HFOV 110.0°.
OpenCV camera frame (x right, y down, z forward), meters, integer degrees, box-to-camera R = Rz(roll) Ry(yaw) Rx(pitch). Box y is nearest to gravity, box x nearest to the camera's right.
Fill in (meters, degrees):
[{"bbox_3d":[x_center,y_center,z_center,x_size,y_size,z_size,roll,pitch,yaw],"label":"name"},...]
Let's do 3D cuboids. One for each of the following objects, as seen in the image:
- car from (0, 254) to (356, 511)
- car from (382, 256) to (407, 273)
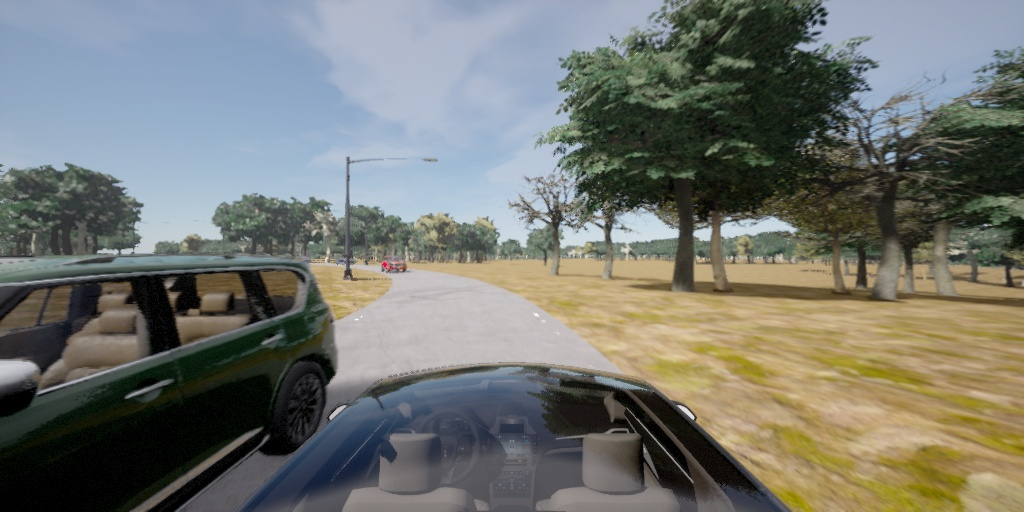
[{"bbox_3d":[-3.190,0.999,2.219,2.150,2.045,5.566,0,0,-1],"label":"car"},{"bbox_3d":[-14.704,1.013,44.547,2.150,2.045,5.566,0,0,-30],"label":"car"}]
